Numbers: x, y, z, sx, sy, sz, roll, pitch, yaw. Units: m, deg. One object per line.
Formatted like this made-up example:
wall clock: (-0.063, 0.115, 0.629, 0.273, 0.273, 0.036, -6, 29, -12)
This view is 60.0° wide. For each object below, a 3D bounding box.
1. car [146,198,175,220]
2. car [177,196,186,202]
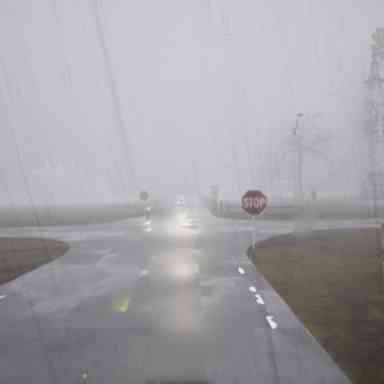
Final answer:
car: (-2.616, 1.328, 28.140, 2.097, 1.767, 4.553, 0, 0, 0)
car: (-2.389, 1.575, 75.945, 1.812, 1.442, 4.674, 0, 0, 0)
